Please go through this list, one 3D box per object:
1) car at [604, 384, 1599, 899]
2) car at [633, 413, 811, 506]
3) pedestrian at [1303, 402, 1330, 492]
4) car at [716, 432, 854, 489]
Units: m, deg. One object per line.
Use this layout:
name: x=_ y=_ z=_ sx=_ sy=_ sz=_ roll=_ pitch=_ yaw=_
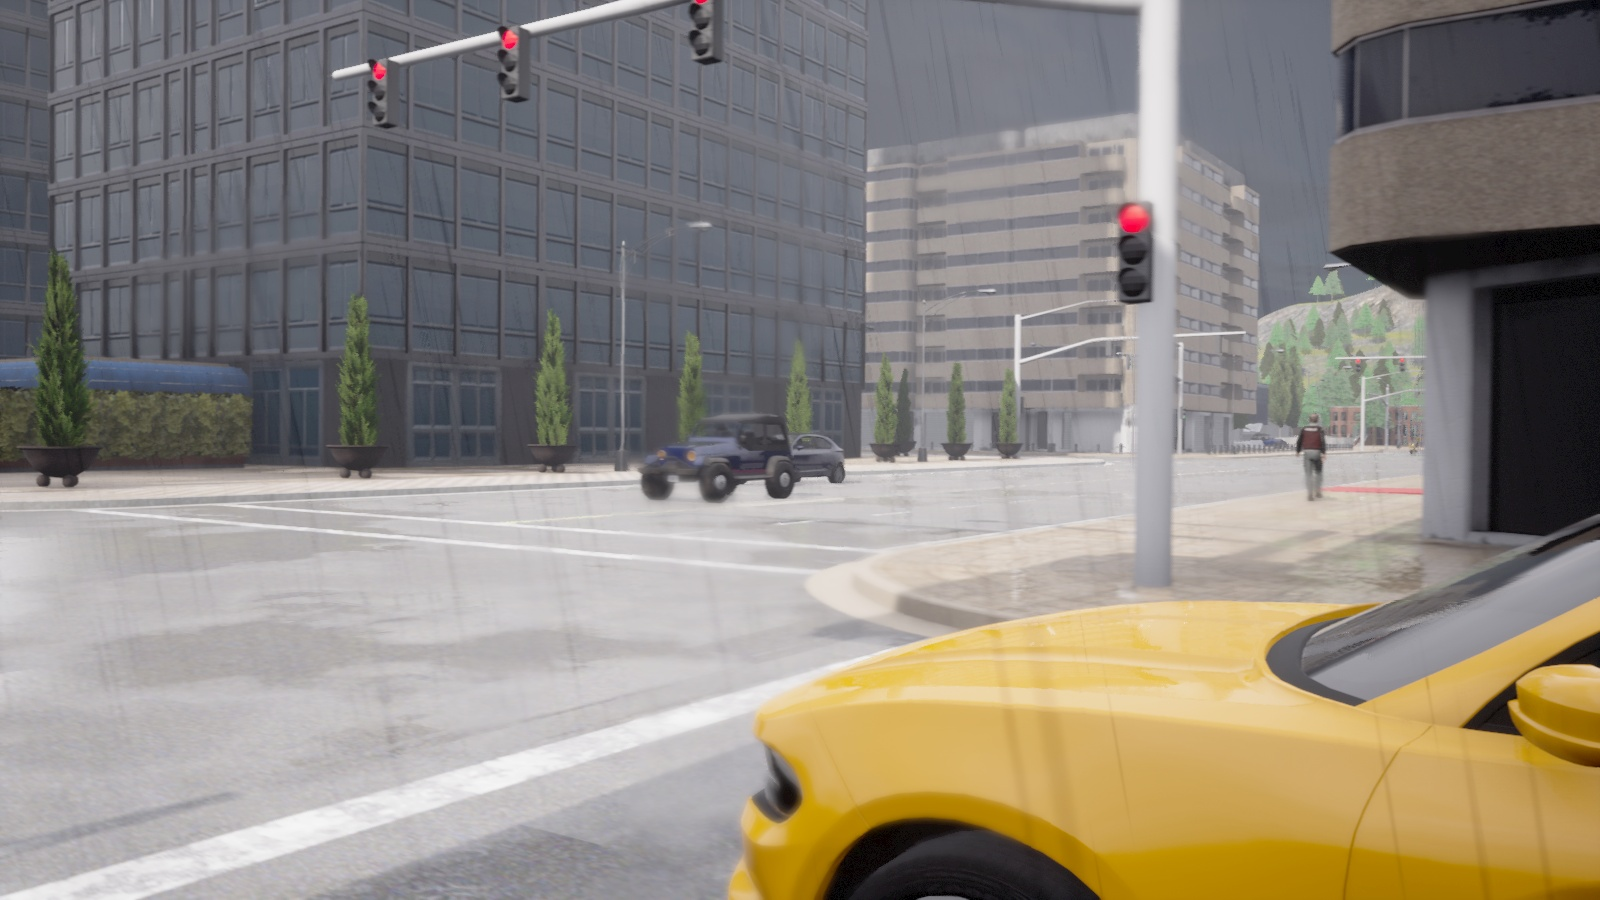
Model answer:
car: x=2.178 y=0.660 z=2.178 sx=5.008 sy=1.535 sz=1.882 roll=0 pitch=1 yaw=34
car: x=-1.626 y=0.160 z=27.480 sx=1.905 sy=1.878 sz=3.866 roll=0 pitch=1 yaw=34
pedestrian: x=10.745 y=-0.066 z=26.126 sx=0.376 sy=1.854 sz=0.720 roll=0 pitch=1 yaw=35
car: x=-0.354 y=0.254 z=35.584 sx=1.816 sy=1.474 sz=4.193 roll=0 pitch=1 yaw=34
